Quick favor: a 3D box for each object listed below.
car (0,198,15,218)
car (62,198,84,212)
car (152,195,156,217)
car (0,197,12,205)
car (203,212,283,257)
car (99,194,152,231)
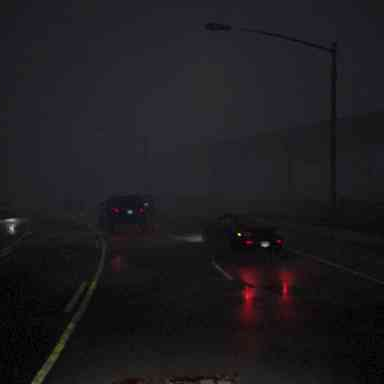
[{"bbox_3d":[-17.531,1.578,30.778,1.882,1.535,5.008,-1,0,-29],"label":"car"},{"bbox_3d":[-14.197,1.511,39.583,2.128,1.511,4.902,-1,0,-29],"label":"car"},{"bbox_3d":[-5.058,1.163,30.138,2.150,2.045,5.566,-1,0,-28],"label":"car"},{"bbox_3d":[-35.732,1.712,63.855,1.895,1.301,4.718,-1,1,-29],"label":"car"},{"bbox_3d":[1.799,1.476,12.773,1.812,1.442,4.674,0,0,-13],"label":"car"},{"bbox_3d":[-4.467,1.199,20.967,2.150,2.045,5.566,-1,0,-22],"label":"car"}]
